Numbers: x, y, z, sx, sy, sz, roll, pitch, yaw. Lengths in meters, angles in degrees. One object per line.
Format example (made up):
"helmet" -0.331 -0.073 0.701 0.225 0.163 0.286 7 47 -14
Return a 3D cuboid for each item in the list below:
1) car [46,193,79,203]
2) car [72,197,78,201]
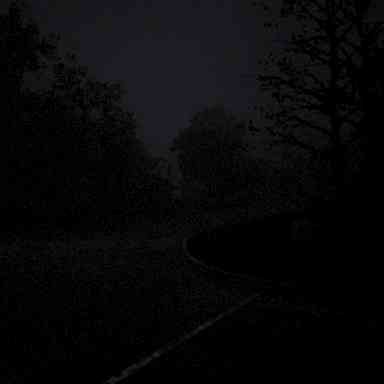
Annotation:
"car" -21.719 0.970 56.027 1.882 1.535 5.008 -3 -1 35
"car" -20.523 0.869 52.338 1.882 1.535 5.008 -3 -1 35
